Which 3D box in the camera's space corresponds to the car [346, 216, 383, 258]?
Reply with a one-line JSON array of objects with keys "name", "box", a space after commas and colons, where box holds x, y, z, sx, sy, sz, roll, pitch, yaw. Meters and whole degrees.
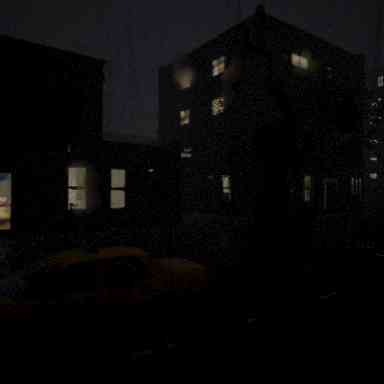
[{"name": "car", "box": [7.237, 1.549, 11.861, 4.403, 1.369, 2.008, 0, 1, -35]}]

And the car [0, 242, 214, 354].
[{"name": "car", "box": [-1.881, 1.525, 5.294, 4.829, 1.417, 1.752, 0, 1, -35]}]

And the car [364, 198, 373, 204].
[{"name": "car", "box": [23.615, 1.057, 47.941, 1.887, 1.381, 4.507, 2, 0, -36]}]

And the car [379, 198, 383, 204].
[{"name": "car", "box": [26.894, 1.163, 43.301, 1.887, 1.381, 4.507, 2, 0, -36]}]
